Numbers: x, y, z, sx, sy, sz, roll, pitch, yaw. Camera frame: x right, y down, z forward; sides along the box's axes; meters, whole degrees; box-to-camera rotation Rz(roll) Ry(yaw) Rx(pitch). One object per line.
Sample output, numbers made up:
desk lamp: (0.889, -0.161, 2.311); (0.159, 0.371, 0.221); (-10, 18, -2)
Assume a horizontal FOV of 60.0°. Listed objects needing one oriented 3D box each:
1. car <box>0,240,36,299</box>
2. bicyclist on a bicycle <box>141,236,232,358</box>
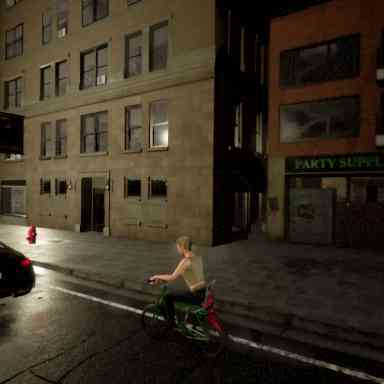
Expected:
car: (-5.338, 1.563, 7.394); (4.181, 1.385, 1.994); (0, 0, 36)
bicyclist on a bicycle: (-0.177, 1.436, 4.780); (1.509, 1.612, 0.866); (0, 0, 35)
